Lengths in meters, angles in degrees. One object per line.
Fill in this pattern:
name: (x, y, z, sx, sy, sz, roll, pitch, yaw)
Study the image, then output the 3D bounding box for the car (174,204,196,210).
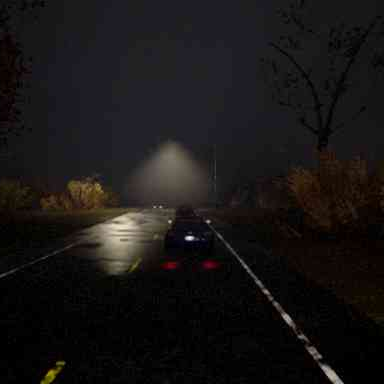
car: (-0.608, 1.821, 29.456, 1.812, 1.442, 4.674, 0, 0, -2)

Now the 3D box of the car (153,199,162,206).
car: (-7.345, 2.304, 71.486, 2.033, 1.411, 5.357, 0, -1, -6)

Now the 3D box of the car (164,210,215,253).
car: (-0.124, 1.703, 14.332, 1.994, 1.385, 4.181, 0, -1, -1)
